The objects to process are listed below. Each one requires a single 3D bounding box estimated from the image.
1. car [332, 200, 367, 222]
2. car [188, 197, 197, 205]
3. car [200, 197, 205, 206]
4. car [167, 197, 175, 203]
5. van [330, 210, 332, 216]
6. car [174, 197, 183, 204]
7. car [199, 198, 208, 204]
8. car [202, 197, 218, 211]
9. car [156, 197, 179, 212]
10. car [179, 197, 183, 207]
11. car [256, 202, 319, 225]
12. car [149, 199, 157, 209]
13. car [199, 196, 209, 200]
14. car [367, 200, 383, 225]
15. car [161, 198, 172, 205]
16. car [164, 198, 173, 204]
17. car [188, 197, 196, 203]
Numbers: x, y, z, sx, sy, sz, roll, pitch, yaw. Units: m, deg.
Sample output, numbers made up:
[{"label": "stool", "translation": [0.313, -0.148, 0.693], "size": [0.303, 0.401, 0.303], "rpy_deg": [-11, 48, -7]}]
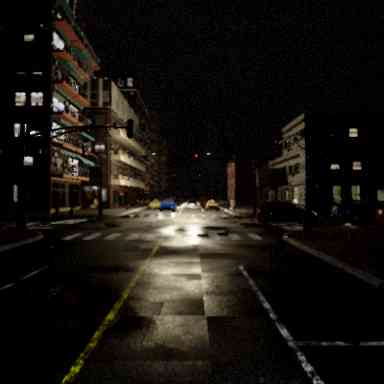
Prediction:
[{"label": "car", "translation": [14.924, 1.715, 27.968], "size": [5.008, 1.535, 1.882], "rpy_deg": [0, -1, 0]}, {"label": "car", "translation": [0.035, 2.046, 72.470], "size": [2.033, 1.411, 5.357], "rpy_deg": [0, 0, 0]}, {"label": "car", "translation": [2.720, 1.972, 57.158], "size": [1.802, 1.307, 4.206], "rpy_deg": [0, 0, 0]}, {"label": "car", "translation": [-5.645, 2.197, 90.397], "size": [1.887, 1.381, 4.507], "rpy_deg": [0, 0, 0]}, {"label": "van", "translation": [14.915, 1.607, 30.561], "size": [3.998, 1.788, 1.690], "rpy_deg": [0, -1, 0]}, {"label": "car", "translation": [-2.964, 1.918, 75.336], "size": [1.837, 1.490, 4.892], "rpy_deg": [0, 0, 0]}, {"label": "car", "translation": [2.730, 2.112, 79.315], "size": [2.008, 1.369, 4.403], "rpy_deg": [0, 0, 0]}, {"label": "car", "translation": [2.715, 1.836, 46.251], "size": [1.752, 1.417, 4.829], "rpy_deg": [0, 0, 0]}, {"label": "car", "translation": [-3.079, 1.764, 42.948], "size": [1.882, 1.535, 5.008], "rpy_deg": [0, 0, 0]}, {"label": "car", "translation": [-3.003, 1.936, 60.022], "size": [1.812, 1.442, 4.674], "rpy_deg": [0, -1, 1]}, {"label": "car", "translation": [7.184, 1.535, 25.202], "size": [4.553, 1.767, 2.097], "rpy_deg": [0, -1, 13]}, {"label": "car", "translation": [-5.663, 1.873, 51.453], "size": [1.752, 1.417, 4.829], "rpy_deg": [0, 0, 0]}, {"label": "car", "translation": [2.724, 1.746, 62.699], "size": [2.192, 1.841, 5.009], "rpy_deg": [0, 0, 0]}, {"label": "car", "translation": [14.933, 1.490, 22.182], "size": [5.009, 1.841, 2.192], "rpy_deg": [0, -1, 0]}, {"label": "car", "translation": [-5.653, 2.068, 73.779], "size": [2.008, 1.369, 4.403], "rpy_deg": [0, 0, 0]}, {"label": "car", "translation": [-5.650, 2.085, 79.148], "size": [1.752, 1.417, 4.829], "rpy_deg": [0, 0, 0]}, {"label": "car", "translation": [0.040, 1.957, 82.891], "size": [1.882, 1.535, 5.008], "rpy_deg": [0, 0, 0]}]
